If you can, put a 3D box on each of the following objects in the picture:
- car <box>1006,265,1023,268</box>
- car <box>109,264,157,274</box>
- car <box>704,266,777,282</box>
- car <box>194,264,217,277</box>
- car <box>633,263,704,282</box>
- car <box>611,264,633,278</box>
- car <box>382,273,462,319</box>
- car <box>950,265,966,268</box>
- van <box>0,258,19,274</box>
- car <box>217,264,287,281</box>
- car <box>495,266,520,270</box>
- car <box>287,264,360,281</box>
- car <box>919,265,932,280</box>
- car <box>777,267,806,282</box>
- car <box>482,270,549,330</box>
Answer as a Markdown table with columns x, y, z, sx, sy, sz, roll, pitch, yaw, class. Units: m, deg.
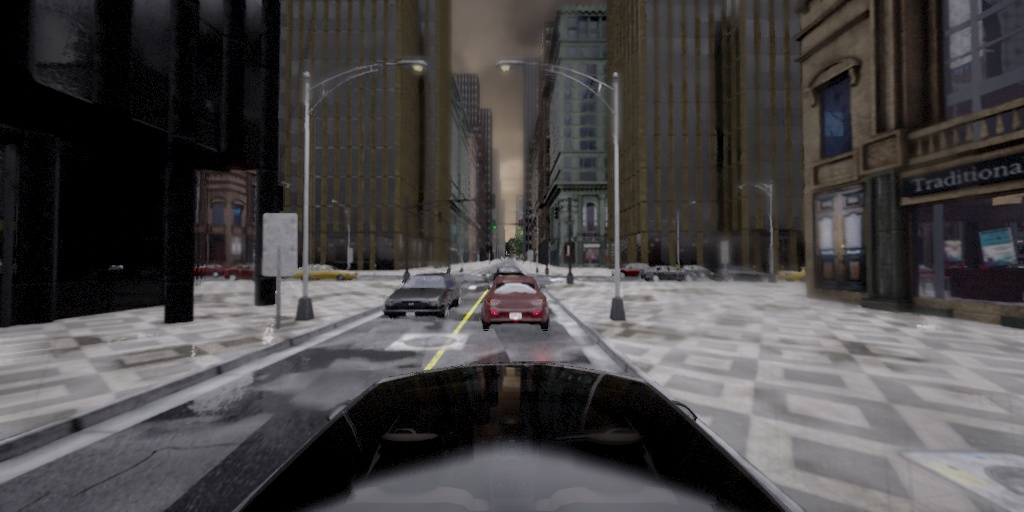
| x | y | z | sx | sy | sz | roll | pitch | yaw | class |
| --- | --- | --- | --- | --- | --- | --- | --- | --- | --- |
| 40.662 | 1.452 | 28.529 | 4.097 | 1.591 | 1.967 | 0 | 0 | 0 | car |
| -30.669 | 1.321 | 28.272 | 4.313 | 1.339 | 1.948 | 0 | 0 | 0 | car |
| 17.990 | 1.456 | 28.448 | 4.313 | 1.339 | 1.948 | 0 | 0 | 0 | car |
| -30.969 | 1.470 | 36.794 | 4.507 | 1.381 | 1.888 | 0 | 0 | 0 | car |
| 12.320 | 1.420 | 28.427 | 4.403 | 1.370 | 2.007 | 0 | 0 | 0 | car |
| 12.319 | 1.480 | 36.951 | 4.097 | 1.591 | 1.967 | 0 | 0 | 0 | car |
| -3.005 | 1.356 | 13.282 | 2.033 | 1.411 | 5.357 | 0 | 0 | 0 | car |
| 46.330 | 1.662 | 37.072 | 4.097 | 1.591 | 1.967 | 0 | 0 | 0 | car |
| -41.270 | 1.081 | 28.233 | 3.998 | 1.789 | 1.690 | 0 | 0 | 0 | van |
| -20.069 | 1.320 | 28.310 | 4.507 | 1.381 | 1.888 | 0 | 0 | 0 | car |
| -0.325 | 1.345 | 22.312 | 2.128 | 1.511 | 4.902 | 0 | 0 | -5 | car |
| -14.600 | 1.313 | 28.330 | 4.829 | 1.417 | 1.751 | 0 | 0 | 0 | car |
| 40.660 | 1.623 | 37.052 | 4.097 | 1.591 | 1.967 | 0 | 0 | 0 | car |
| 23.827 | 1.441 | 28.468 | 4.829 | 1.417 | 1.751 | 0 | 0 | 0 | car |
| 0.093 | 1.323 | 11.142 | 1.812 | 1.442 | 4.674 | 0 | 0 | 0 | car |
